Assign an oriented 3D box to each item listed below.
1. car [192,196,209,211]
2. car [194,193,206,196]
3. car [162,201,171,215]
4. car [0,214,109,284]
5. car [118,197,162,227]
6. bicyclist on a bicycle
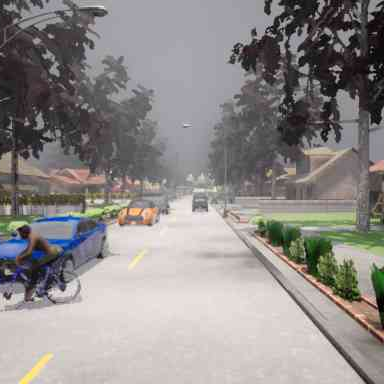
[{"bbox_3d":[0.979,1.505,39.700,1.837,1.490,4.892,0,0,2],"label":"car"},{"bbox_3d":[1.194,1.221,49.864,2.150,2.045,5.566,0,0,2],"label":"car"},{"bbox_3d":[-3.291,1.564,33.748,1.994,1.385,4.181,0,0,2],"label":"car"},{"bbox_3d":[-3.906,1.478,9.770,1.882,1.535,5.008,0,0,1],"label":"car"},{"bbox_3d":[-3.546,1.351,22.770,2.097,1.767,4.553,0,0,2],"label":"car"},{"bbox_3d":[-3.037,1.454,6.441,1.656,1.620,0.582,-2,1,-24],"label":"bicyclist on a bicycle"}]
